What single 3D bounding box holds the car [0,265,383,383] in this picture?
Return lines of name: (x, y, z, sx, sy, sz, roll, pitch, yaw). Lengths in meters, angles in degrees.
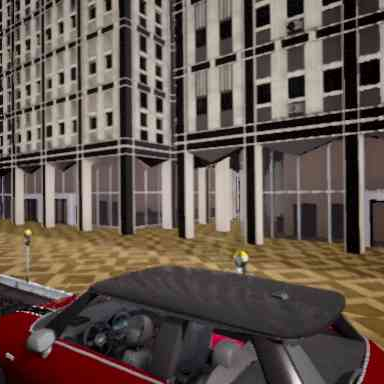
car: (-0.398, 1.462, 3.162, 4.097, 1.590, 1.967, -1, -1, 36)
